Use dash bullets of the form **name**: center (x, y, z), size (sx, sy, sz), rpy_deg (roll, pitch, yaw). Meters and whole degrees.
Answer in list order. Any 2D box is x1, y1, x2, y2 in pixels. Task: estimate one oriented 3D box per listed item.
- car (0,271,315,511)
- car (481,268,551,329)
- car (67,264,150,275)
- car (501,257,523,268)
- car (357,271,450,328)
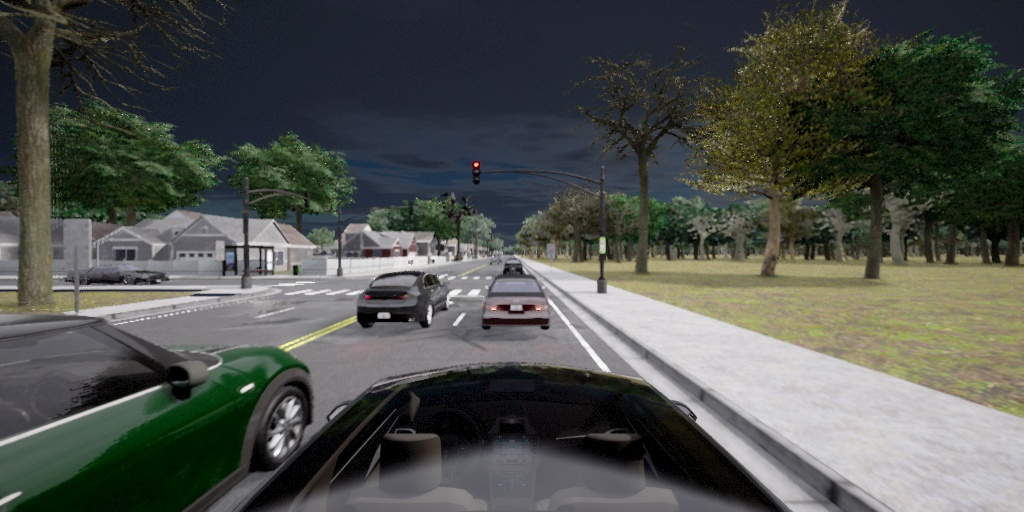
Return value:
- **car**: center (-3.148, 1.101, 1.976), size (2.097, 1.767, 4.553), rpy_deg (0, 0, 0)
- **car**: center (0.101, 1.254, 10.977), size (2.033, 1.411, 5.357), rpy_deg (0, 0, 0)
- **car**: center (-25.735, 1.234, 23.443), size (5.357, 1.411, 2.033), rpy_deg (0, 0, 0)
- **car**: center (0.106, 1.060, 37.038), size (1.882, 1.535, 5.008), rpy_deg (0, 0, 0)
- **car**: center (-3.156, 1.211, 11.223), size (1.837, 1.490, 4.892), rpy_deg (0, 0, 0)
